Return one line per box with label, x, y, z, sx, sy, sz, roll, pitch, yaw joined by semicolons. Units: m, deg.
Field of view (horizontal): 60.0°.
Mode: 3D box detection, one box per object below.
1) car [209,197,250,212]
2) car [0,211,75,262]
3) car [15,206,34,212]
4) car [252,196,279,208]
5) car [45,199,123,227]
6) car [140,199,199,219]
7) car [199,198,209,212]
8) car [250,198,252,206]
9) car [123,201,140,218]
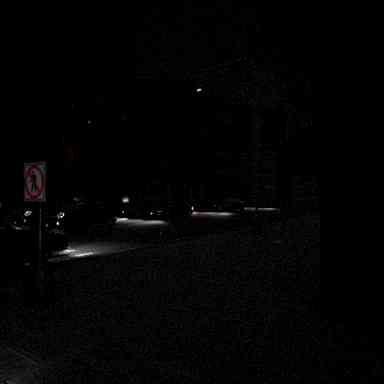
car;4.179;1.390;36.296;1.812;1.442;4.674;0;0;36
car;-6.434;1.515;9.706;2.033;1.411;5.357;0;0;35
car;-9.634;1.304;22.411;2.097;1.767;4.553;0;0;35
car;10.274;1.322;44.876;1.837;1.490;4.892;0;1;34
car;-6.910;1.297;20.632;2.097;1.767;4.553;0;0;35
car;-1.775;1.413;27.888;1.837;1.490;4.892;0;0;35
car;1.396;1.419;37.995;2.033;1.411;5.357;0;0;36
car;7.265;1.393;46.222;1.994;1.385;4.181;0;0;36
car;-4.644;1.480;29.471;1.994;1.385;4.181;0;0;35
